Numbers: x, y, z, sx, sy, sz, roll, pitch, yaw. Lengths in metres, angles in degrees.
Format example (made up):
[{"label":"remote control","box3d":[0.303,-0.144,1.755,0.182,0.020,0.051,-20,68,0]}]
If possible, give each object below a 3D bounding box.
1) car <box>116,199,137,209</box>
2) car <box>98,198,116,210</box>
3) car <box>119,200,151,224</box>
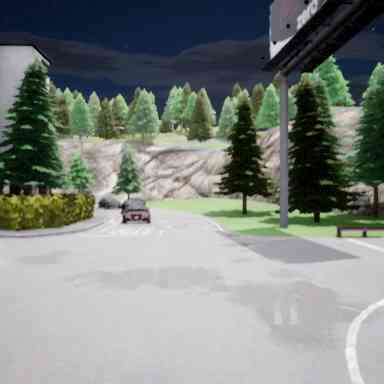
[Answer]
[{"label":"car","box3d":[-6.148,1.515,34.230,2.128,1.511,4.902,0,0,-20]},{"label":"car","box3d":[-10.940,1.535,44.180,1.837,1.490,4.892,0,0,-34]},{"label":"car","box3d":[-4.092,1.581,24.913,1.994,1.385,4.181,0,0,-7]}]
